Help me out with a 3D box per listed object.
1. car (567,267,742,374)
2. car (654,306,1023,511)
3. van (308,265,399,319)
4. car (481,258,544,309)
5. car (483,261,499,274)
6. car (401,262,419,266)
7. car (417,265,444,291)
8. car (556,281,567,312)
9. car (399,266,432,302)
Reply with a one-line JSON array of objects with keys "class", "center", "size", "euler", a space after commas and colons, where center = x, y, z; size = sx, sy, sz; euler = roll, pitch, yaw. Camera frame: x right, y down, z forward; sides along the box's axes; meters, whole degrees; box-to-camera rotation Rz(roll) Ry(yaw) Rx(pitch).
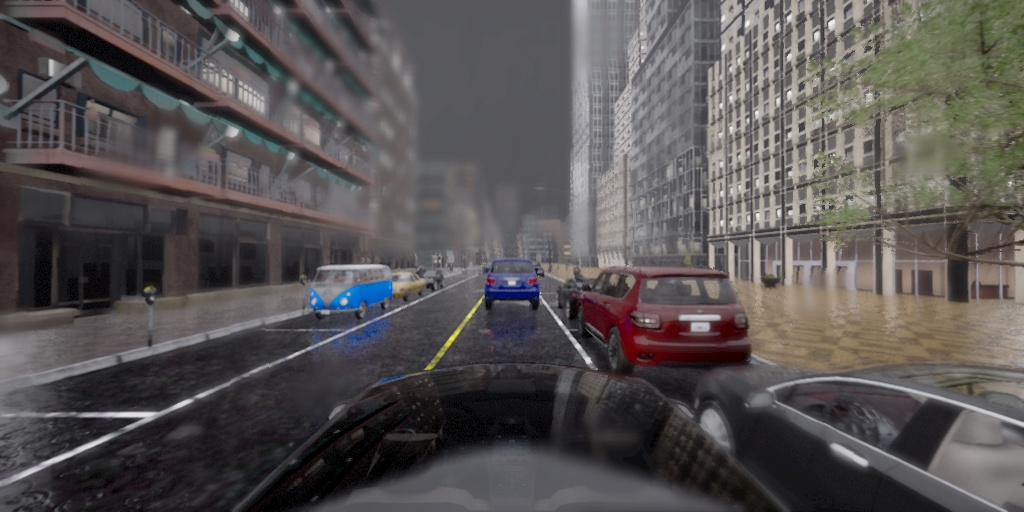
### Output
[{"class": "car", "center": [2.692, 1.122, 7.504], "size": [2.192, 1.841, 5.009], "euler": [0, 0, 0]}, {"class": "car", "center": [2.692, 1.303, 1.981], "size": [2.007, 1.370, 4.403], "euler": [0, 0, 0]}, {"class": "van", "center": [-5.688, 1.205, 13.027], "size": [1.690, 1.789, 3.998], "euler": [0, 0, 0]}, {"class": "car", "center": [0.002, 1.110, 15.855], "size": [2.150, 2.045, 5.566], "euler": [0, 0, 0]}, {"class": "car", "center": [-2.999, 1.626, 51.518], "size": [2.097, 1.767, 4.553], "euler": [0, 0, 0]}, {"class": "car", "center": [-16.430, 1.701, 59.136], "size": [4.403, 1.370, 2.007], "euler": [0, 0, -1]}, {"class": "car", "center": [-5.688, 1.545, 24.072], "size": [1.948, 1.339, 4.313], "euler": [0, 0, 0]}, {"class": "car", "center": [2.693, 1.430, 13.026], "size": [1.948, 1.339, 4.313], "euler": [0, 0, 0]}, {"class": "car", "center": [-5.688, 1.446, 18.380], "size": [1.751, 1.417, 4.829], "euler": [0, 0, 0]}]
